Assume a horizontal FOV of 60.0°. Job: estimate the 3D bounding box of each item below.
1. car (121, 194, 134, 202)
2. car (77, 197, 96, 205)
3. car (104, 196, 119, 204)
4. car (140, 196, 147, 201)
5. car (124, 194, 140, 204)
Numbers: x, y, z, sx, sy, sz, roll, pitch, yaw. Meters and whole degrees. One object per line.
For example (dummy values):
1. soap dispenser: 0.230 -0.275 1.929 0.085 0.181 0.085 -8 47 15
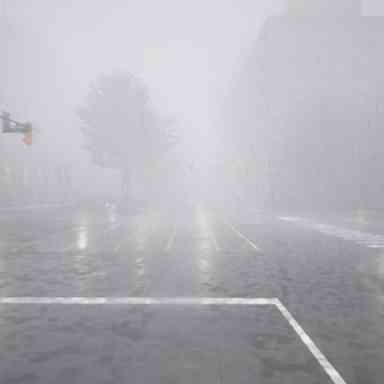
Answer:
1. car: -15.136 1.317 78.420 2.097 1.767 4.553 0 0 0
2. car: -18.350 1.572 57.937 1.895 1.301 4.718 0 0 0
3. car: -15.152 1.539 62.970 1.994 1.385 4.181 0 0 0
4. car: -11.636 1.557 78.411 1.895 1.301 4.718 0 0 0
5. car: -11.655 1.453 63.070 1.882 1.535 5.008 0 0 0
